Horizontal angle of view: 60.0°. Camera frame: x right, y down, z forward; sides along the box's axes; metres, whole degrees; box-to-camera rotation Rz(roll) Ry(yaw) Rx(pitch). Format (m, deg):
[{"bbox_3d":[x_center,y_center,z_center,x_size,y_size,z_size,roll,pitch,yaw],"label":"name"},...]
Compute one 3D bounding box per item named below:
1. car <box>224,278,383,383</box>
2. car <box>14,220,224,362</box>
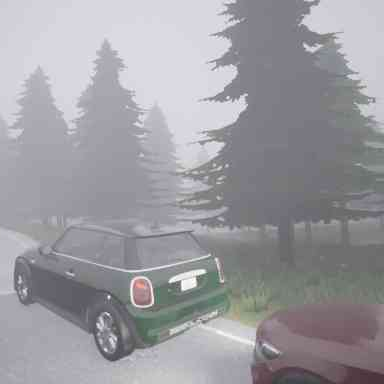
[{"bbox_3d":[2.754,1.532,2.592,4.674,1.442,1.812,1,0,36],"label":"car"},{"bbox_3d":[-1.575,1.308,6.213,4.553,1.767,2.097,1,1,44],"label":"car"}]
